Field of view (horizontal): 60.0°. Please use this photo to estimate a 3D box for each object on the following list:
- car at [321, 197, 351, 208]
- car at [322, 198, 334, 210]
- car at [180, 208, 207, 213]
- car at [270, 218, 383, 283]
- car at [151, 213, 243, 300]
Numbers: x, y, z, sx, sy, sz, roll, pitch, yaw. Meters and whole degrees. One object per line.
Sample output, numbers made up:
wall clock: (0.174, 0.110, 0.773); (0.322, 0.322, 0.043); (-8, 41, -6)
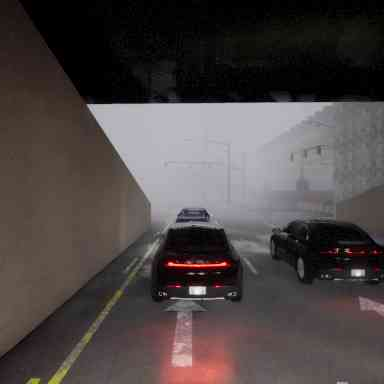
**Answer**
car: (17.649, 1.295, 40.670); (4.536, 1.218, 1.853); (0, 0, -45)
car: (17.612, 1.453, 40.633); (4.974, 1.542, 2.038); (0, 0, -45)
car: (0.100, 1.547, 18.085); (2.033, 1.411, 5.357); (0, 0, 3)
car: (3.606, 1.505, 9.633); (1.837, 1.490, 4.892); (0, 0, 0)
car: (0.105, 1.505, 8.339); (1.837, 1.490, 4.892); (0, 0, 0)
